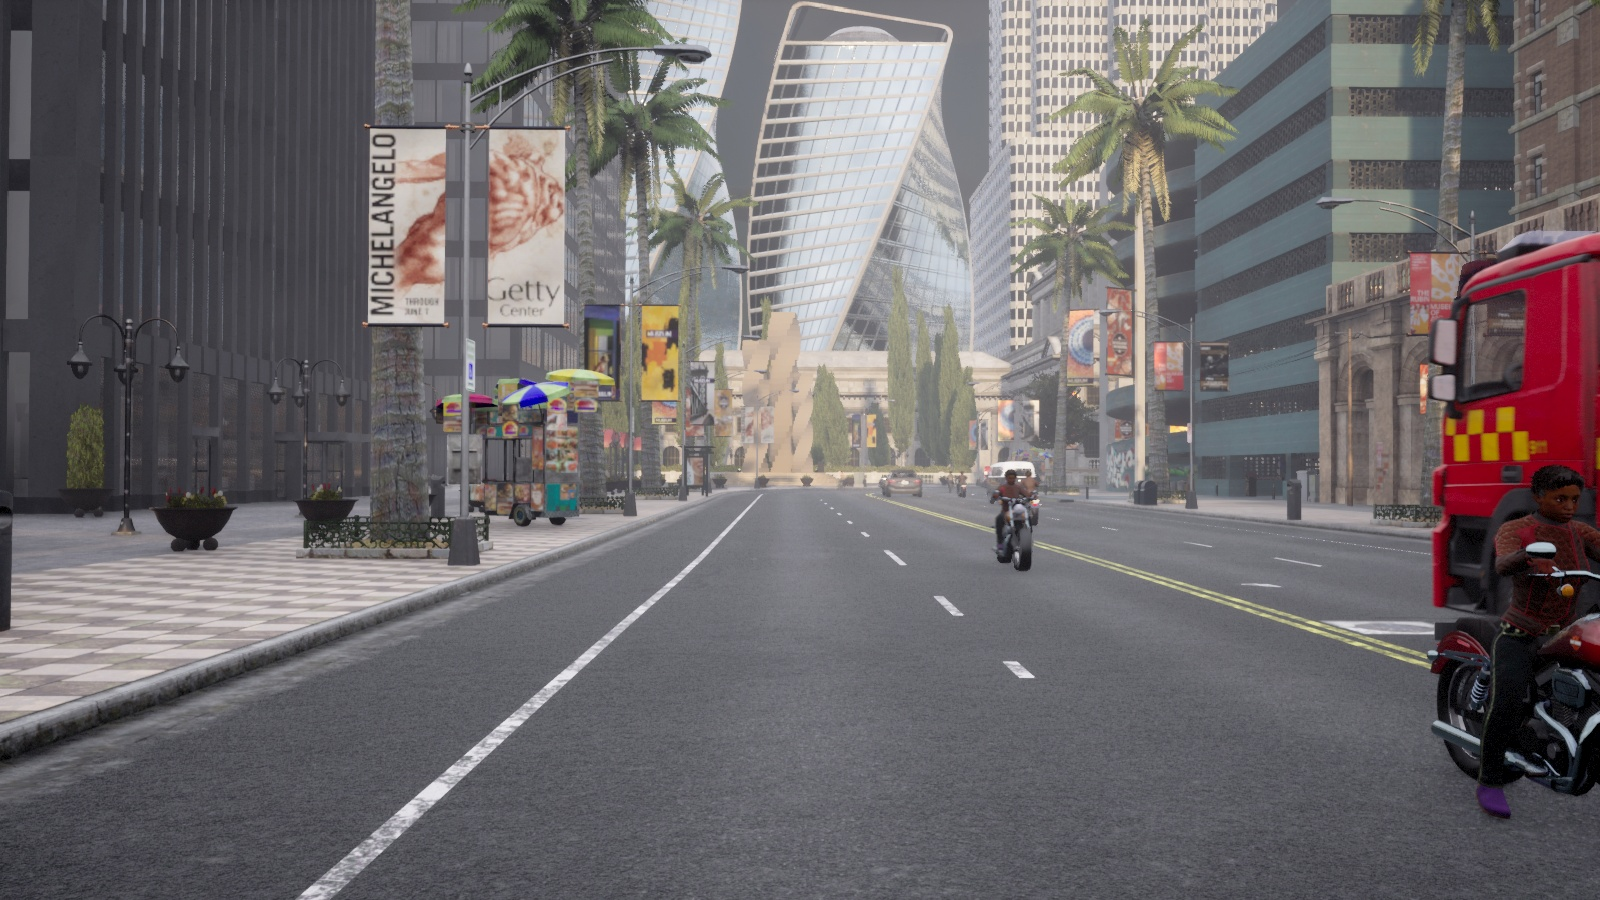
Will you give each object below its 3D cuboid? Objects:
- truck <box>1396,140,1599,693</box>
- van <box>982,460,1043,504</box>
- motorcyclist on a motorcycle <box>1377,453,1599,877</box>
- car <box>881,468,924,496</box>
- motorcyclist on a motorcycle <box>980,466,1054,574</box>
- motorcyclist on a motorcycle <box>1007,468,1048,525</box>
[{"bbox_3d":[6.983,-0.254,7.382,2.891,3.827,8.468,0,-1,0],"label":"truck"},{"bbox_3d":[10.022,1.497,59.636,2.069,2.038,4.480,0,-1,-1],"label":"van"},{"bbox_3d":[3.492,0.844,5.565,0.766,1.649,2.350,0,-1,0],"label":"motorcyclist on a motorcycle"},{"bbox_3d":[6.303,1.937,77.792,2.242,1.667,4.611,0,-1,-1],"label":"car"},{"bbox_3d":[3.488,1.093,20.399,0.766,1.649,2.350,0,-1,0],"label":"motorcyclist on a motorcycle"},{"bbox_3d":[6.798,1.368,37.601,0.766,1.649,2.350,0,-1,-1],"label":"motorcyclist on a motorcycle"}]
